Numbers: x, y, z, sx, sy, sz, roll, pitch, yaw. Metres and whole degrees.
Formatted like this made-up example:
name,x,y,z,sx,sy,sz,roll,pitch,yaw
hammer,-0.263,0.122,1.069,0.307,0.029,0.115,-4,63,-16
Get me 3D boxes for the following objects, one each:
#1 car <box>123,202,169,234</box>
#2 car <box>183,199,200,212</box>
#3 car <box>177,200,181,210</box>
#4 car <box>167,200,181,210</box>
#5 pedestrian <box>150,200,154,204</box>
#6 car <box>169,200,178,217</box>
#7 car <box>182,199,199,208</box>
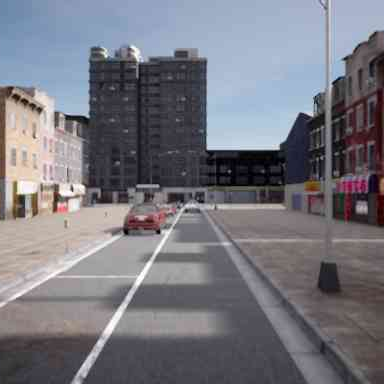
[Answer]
name,x,y,z,sx,sy,sz,roll,pitch,yaw
car,-2.746,1.485,20.185,2.097,1.767,4.553,0,0,0
car,0.075,1.878,42.314,1.895,1.301,4.718,0,0,0
car,-2.631,1.822,39.028,1.947,1.339,4.313,0,0,0
car,-2.629,1.892,49.932,1.947,1.339,4.313,0,0,0
pedestrian,-2.745,1.445,22.990,0.375,1.860,0.375,0,0,0
car,-2.633,1.802,33.576,1.802,1.307,4.206,0,0,0
car,-0.302,1.920,56.787,2.033,1.411,5.357,0,0,-10
